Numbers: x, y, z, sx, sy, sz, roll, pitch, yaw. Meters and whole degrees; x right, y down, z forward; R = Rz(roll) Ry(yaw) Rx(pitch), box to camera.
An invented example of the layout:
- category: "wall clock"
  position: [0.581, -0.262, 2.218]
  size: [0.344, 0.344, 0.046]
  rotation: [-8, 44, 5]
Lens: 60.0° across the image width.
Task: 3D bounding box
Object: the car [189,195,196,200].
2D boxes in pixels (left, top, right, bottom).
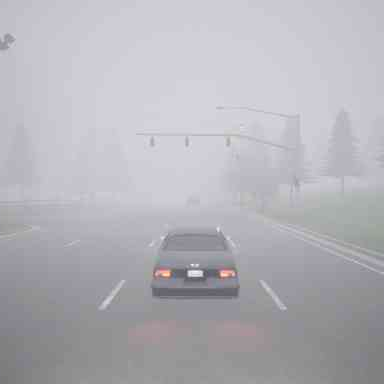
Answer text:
- category: "car"
  position: [0.144, 1.540, 94.148]
  size: [2.033, 1.411, 5.357]
  rotation: [0, 0, 0]

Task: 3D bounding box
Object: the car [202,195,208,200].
- category: "car"
  position: [3.644, 1.500, 94.143]
  size: [1.837, 1.490, 4.892]
  rotation: [0, 0, 0]

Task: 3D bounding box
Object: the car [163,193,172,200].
- category: "car"
  position: [-6.856, 1.225, 94.189]
  size: [2.150, 2.045, 5.566]
  rotation: [0, 0, 0]

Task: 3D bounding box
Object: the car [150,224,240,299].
- category: "car"
  position: [0.079, 1.547, 8.633]
  size: [2.033, 1.411, 5.357]
  rotation: [0, 0, 1]

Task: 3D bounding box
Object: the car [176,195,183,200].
- category: "car"
  position: [-3.356, 1.524, 94.154]
  size: [1.812, 1.442, 4.674]
  rotation: [0, 0, 0]

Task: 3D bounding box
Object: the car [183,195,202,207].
- category: "car"
  position: [0.078, 1.352, 52.672]
  size: [2.097, 1.767, 4.553]
  rotation: [0, 0, 0]
